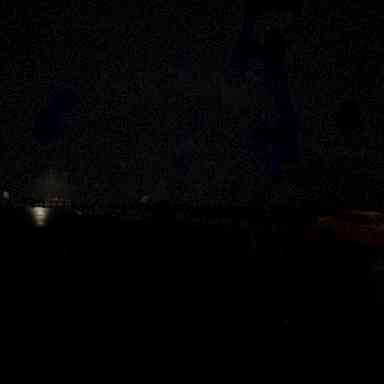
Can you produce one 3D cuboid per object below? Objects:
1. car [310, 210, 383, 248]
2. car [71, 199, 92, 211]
[{"bbox_3d":[7.461,1.546,13.994,1.882,1.535,5.008,-1,1,-35],"label":"car"},{"bbox_3d":[-15.158,1.705,45.811,1.882,1.535,5.008,-1,0,-35],"label":"car"}]
